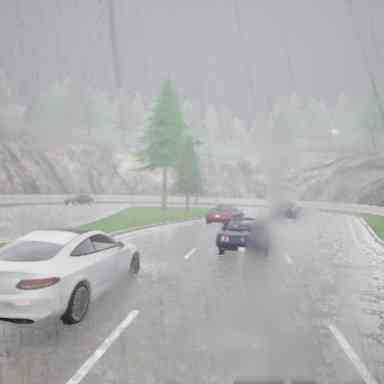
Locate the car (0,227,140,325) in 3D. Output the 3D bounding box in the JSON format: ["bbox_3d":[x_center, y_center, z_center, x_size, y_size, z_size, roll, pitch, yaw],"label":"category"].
[{"bbox_3d":[-2.542,1.465,6.978,1.812,1.442,4.674,2,0,9],"label":"car"}]

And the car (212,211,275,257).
[{"bbox_3d":[2.184,1.676,13.490,1.895,1.301,4.718,2,0,12],"label":"car"}]

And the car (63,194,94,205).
[{"bbox_3d":[-16.193,1.122,47.650,1.837,1.490,4.892,2,0,25],"label":"car"}]

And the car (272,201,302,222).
[{"bbox_3d":[8.683,1.622,30.123,2.097,1.767,4.553,2,0,24],"label":"car"}]

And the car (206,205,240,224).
[{"bbox_3d":[2.551,1.662,24.867,1.994,1.385,4.181,2,0,23],"label":"car"}]
